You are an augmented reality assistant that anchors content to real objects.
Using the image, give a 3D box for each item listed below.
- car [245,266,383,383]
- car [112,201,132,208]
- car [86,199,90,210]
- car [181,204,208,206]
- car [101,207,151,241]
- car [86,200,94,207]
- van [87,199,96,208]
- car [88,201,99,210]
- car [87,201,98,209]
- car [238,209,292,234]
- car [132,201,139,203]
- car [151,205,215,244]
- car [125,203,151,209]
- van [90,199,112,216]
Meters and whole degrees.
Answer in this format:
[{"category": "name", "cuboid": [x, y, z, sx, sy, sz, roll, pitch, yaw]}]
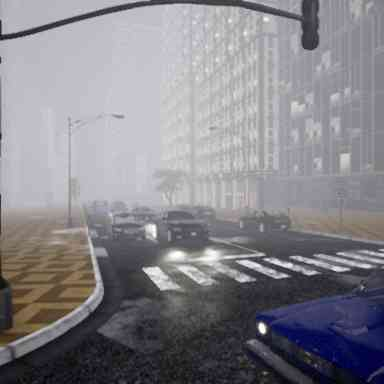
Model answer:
[{"category": "car", "cuboid": [3.017, 1.602, 4.015, 4.718, 1.301, 1.895, 0, -1, -27]}, {"category": "car", "cuboid": [-9.794, 1.958, 44.632, 2.097, 1.767, 4.553, 0, -1, -18]}, {"category": "car", "cuboid": [-16.133, 2.359, 55.173, 2.008, 1.369, 4.403, -1, -1, -19]}, {"category": "car", "cuboid": [0.775, 1.899, 31.190, 1.947, 1.339, 4.313, -1, 0, -19]}, {"category": "car", "cuboid": [-3.582, 1.750, 17.854, 2.008, 1.369, 4.403, -1, 0, -19]}, {"category": "car", "cuboid": [-25.097, 2.813, 81.827, 1.887, 1.381, 4.507, -1, -1, -19]}, {"category": "van", "cuboid": [-21.516, 2.424, 71.167, 1.690, 1.788, 3.998, -1, -1, -19]}, {"category": "car", "cuboid": [-17.873, 2.422, 60.343, 1.752, 1.417, 4.829, -1, -1, -19]}, {"category": "car", "cuboid": [-19.719, 2.536, 65.835, 1.887, 1.381, 4.507, -1, -1, -19]}, {"category": "car", "cuboid": [4.360, 1.714, 20.527, 2.008, 1.369, 4.403, -1, 0, -19]}, {"category": "car", "cuboid": [-11.775, 2.537, 68.507, 1.802, 1.307, 4.206, -1, 0, -19]}, {"category": "car", "cuboid": [-0.631, 1.643, 17.249, 1.882, 1.535, 5.008, 0, -1, -17]}, {"category": "car", "cuboid": [-4.046, 1.891, 27.423, 1.994, 1.385, 4.181, 0, -1, -18]}, {"category": "van", "cuboid": [-10.759, 1.883, 39.182, 1.690, 1.788, 3.998, -1, 0, -19]}]
